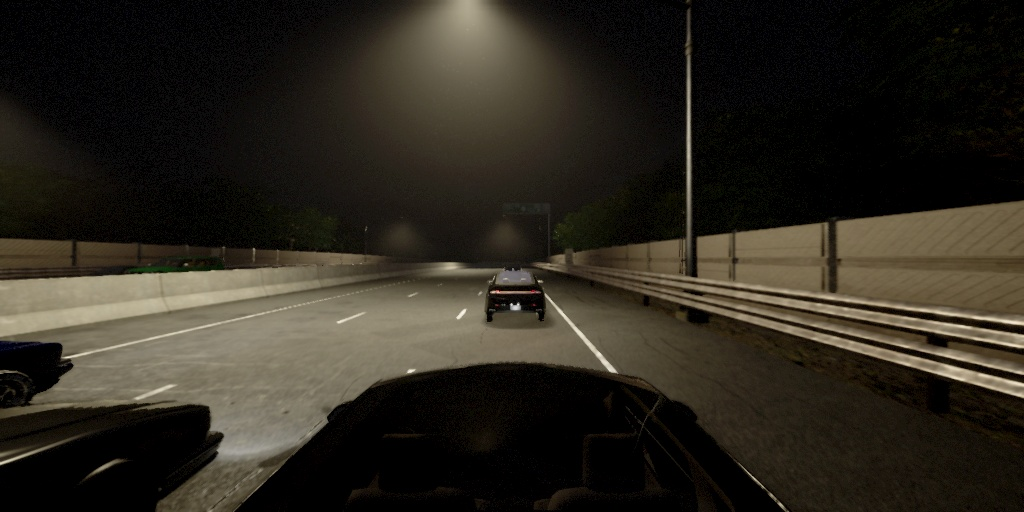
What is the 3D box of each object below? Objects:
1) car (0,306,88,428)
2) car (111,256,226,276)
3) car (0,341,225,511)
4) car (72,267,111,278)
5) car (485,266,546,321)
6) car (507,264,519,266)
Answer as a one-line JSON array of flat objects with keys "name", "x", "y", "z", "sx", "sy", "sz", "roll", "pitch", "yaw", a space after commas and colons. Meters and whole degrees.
[{"name": "car", "x": -6.899, "y": 1.352, "z": 2.674, "sx": 1.895, "sy": 1.301, "sz": 4.718, "roll": 0, "pitch": 0, "yaw": 0}, {"name": "car", "x": -20.997, "y": 1.039, "z": 22.672, "sx": 2.150, "sy": 2.045, "sz": 5.566, "roll": 0, "pitch": -1, "yaw": 0}, {"name": "car", "x": -3.401, "y": 1.297, "z": 0.571, "sx": 2.033, "sy": 1.411, "sz": 5.357, "roll": 0, "pitch": 0, "yaw": 0}, {"name": "car", "x": -24.500, "y": 1.349, "z": 22.436, "sx": 1.812, "sy": 1.442, "sz": 4.674, "roll": 0, "pitch": -1, "yaw": 0}, {"name": "car", "x": 0.104, "y": 1.261, "z": 12.573, "sx": 2.128, "sy": 1.511, "sz": 4.902, "roll": 0, "pitch": 0, "yaw": 0}, {"name": "car", "x": 0.112, "y": 1.565, "z": 41.297, "sx": 2.033, "sy": 1.411, "sz": 5.357, "roll": 0, "pitch": -1, "yaw": 0}]
